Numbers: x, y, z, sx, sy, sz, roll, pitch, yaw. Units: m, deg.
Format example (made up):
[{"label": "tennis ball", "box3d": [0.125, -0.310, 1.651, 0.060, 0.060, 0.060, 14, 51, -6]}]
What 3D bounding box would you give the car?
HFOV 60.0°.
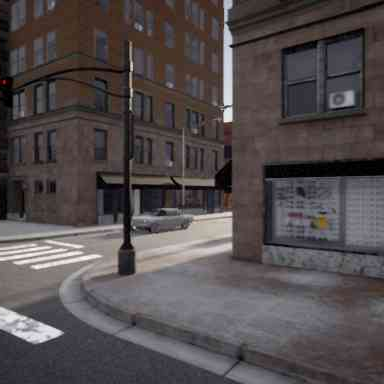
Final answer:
[{"label": "car", "box3d": [-1.907, 1.670, 20.157, 1.895, 1.301, 4.718, 0, 0, 35]}]
